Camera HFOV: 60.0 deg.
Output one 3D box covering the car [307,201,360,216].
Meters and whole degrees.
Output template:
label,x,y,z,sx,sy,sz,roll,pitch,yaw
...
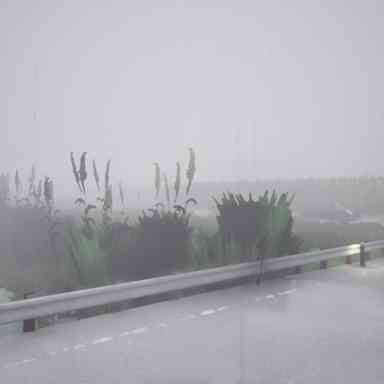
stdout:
label,x,y,z,sx,sy,sz,roll,pitch,yaw
car,11.671,1.566,28.052,2.097,1.767,4.553,-1,1,-43
